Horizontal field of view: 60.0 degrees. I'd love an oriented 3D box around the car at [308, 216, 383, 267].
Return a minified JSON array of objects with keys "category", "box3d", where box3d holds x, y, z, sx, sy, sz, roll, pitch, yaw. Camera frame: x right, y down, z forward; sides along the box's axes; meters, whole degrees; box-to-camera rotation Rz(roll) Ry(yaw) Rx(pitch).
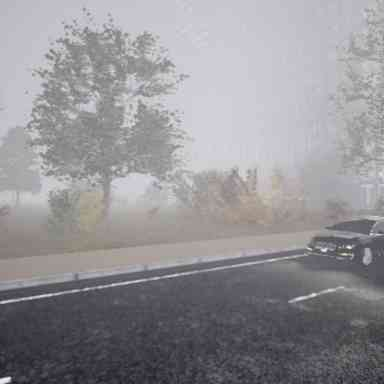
[{"category":"car","box3d":[6.225,1.657,12.115,4.892,1.490,1.837,1,-1,-35]}]
